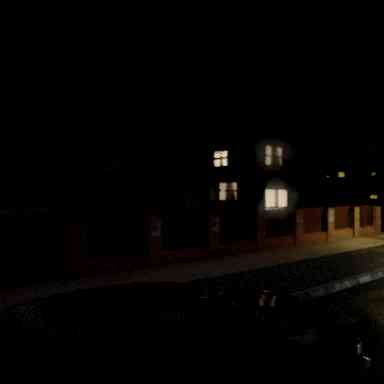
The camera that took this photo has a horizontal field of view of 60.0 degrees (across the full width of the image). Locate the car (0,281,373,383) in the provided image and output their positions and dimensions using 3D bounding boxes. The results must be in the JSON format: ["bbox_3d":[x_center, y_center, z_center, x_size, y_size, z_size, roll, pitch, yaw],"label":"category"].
[{"bbox_3d":[-0.754,1.548,2.500,5.357,1.411,2.033,0,0,-35],"label":"car"}]
